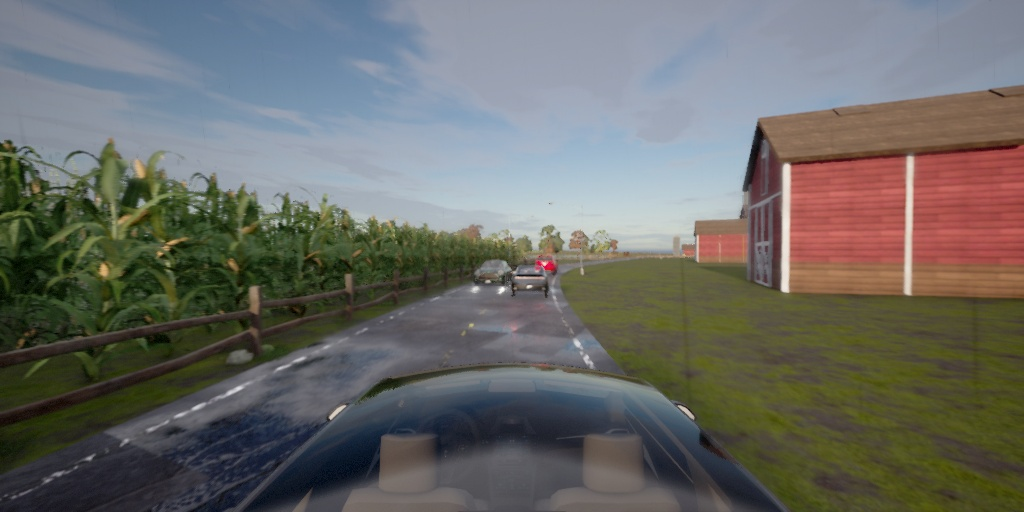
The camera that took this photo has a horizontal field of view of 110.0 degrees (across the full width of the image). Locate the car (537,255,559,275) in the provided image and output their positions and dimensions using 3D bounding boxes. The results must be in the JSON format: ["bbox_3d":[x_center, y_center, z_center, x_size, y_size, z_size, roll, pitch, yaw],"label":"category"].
[{"bbox_3d":[3.791,0.937,38.837,2.150,2.045,5.566,0,0,11],"label":"car"}]

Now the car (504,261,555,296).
[{"bbox_3d":[1.012,1.232,19.079,2.128,1.511,4.902,0,0,5],"label":"car"}]

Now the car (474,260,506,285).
[{"bbox_3d":[-1.280,1.074,25.378,2.097,1.767,4.553,0,0,7],"label":"car"}]
